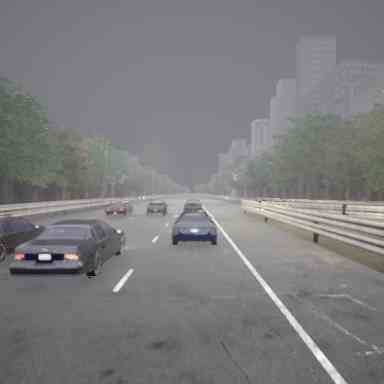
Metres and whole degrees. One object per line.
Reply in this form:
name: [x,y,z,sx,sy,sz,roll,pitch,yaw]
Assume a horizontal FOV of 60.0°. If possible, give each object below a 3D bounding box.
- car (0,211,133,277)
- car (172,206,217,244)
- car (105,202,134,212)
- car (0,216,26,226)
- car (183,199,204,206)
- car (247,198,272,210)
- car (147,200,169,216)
car: [-3.397,1.548,10.181,2.033,1.411,5.357,0,0,0]
car: [0.110,1.565,15.748,1.994,1.385,4.181,0,0,0]
car: [-6.880,1.606,31.989,1.895,1.301,4.718,0,0,0]
car: [-6.893,1.548,11.777,2.033,1.411,5.357,0,0,0]
car: [0.120,1.510,33.320,1.837,1.490,4.892,0,0,0]
car: [9.060,1.552,43.721,2.128,1.511,4.902,0,0,-21]
car: [-3.379,1.497,33.243,2.128,1.511,4.902,0,0,0]
